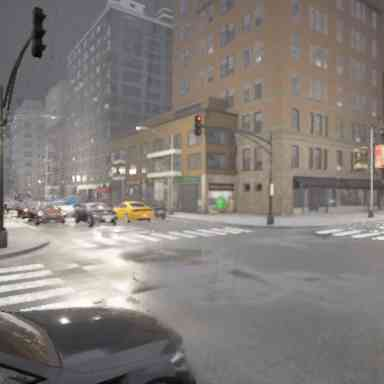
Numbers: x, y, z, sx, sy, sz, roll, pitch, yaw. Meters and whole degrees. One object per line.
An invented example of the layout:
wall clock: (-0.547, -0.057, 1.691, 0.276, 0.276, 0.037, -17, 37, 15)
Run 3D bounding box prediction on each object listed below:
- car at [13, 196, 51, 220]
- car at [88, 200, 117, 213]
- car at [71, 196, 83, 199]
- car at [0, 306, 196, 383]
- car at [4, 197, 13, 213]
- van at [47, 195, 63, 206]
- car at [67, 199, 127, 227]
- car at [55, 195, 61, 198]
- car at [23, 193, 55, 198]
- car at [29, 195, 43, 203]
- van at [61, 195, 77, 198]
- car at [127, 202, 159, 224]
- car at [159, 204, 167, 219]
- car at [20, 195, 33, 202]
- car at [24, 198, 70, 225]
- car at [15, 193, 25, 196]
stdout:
car: (-13.436, 1.419, 27.973, 1.967, 1.590, 4.097, 0, 0, -35)
car: (-10.055, 1.590, 37.102, 1.802, 1.307, 4.206, 0, 0, -35)
car: (-13.231, 1.574, 41.605, 1.947, 1.339, 4.313, 0, 0, -35)
car: (-2.084, 1.526, 2.322, 4.674, 1.442, 1.812, 0, 0, -41)
car: (-19.788, 1.561, 36.980, 1.802, 1.307, 4.206, 0, 0, -35)
van: (-22.759, 1.358, 55.115, 1.690, 1.788, 3.998, 0, 0, -35)
car: (-6.618, 1.483, 22.706, 2.128, 1.511, 4.902, 0, 0, -35)
car: (-19.583, 1.564, 50.612, 2.008, 1.369, 4.403, 0, 0, -35)
car: (-17.777, 1.340, 38.557, 2.097, 1.767, 4.553, 0, 0, -35)
car: (-32.287, 1.473, 68.626, 1.967, 1.590, 4.097, 0, 0, -35)
van: (-16.406, 1.351, 46.109, 1.690, 1.788, 3.998, 0, 0, -35)
car: (-4.732, 1.479, 25.232, 1.882, 1.535, 5.008, 1, 0, -36)
car: (-3.702, 1.576, 28.094, 1.947, 1.339, 4.313, 0, 0, -35)
car: (-38.640, 1.483, 77.633, 1.967, 1.590, 4.097, 0, 0, -35)
car: (-10.260, 1.421, 23.470, 1.967, 1.590, 4.097, 0, 0, -35)
car: (-23.917, 1.214, 47.343, 2.150, 2.045, 5.566, 0, 0, -35)
